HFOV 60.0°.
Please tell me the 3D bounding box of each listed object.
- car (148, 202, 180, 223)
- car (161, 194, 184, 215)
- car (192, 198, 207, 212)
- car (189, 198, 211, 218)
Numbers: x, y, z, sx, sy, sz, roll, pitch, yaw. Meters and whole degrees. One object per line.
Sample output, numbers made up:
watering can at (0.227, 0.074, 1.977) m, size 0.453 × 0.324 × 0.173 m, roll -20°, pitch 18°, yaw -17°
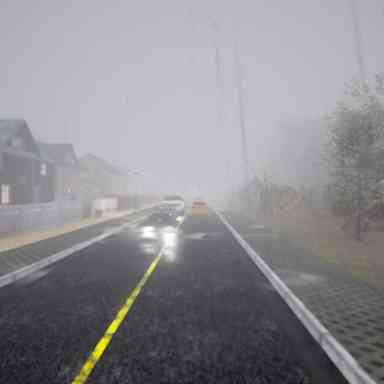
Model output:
car at (-2.203, 1.681, 25.745) m, size 1.895 × 1.301 × 4.718 m, roll 0°, pitch 0°, yaw 1°
car at (-1.987, 1.246, 34.944) m, size 2.150 × 2.045 × 5.566 m, roll 0°, pitch 0°, yaw 1°
car at (0.954, 1.555, 42.102) m, size 1.837 × 1.490 × 4.892 m, roll 0°, pitch 0°, yaw 2°
car at (0.716, 1.517, 30.685) m, size 1.882 × 1.535 × 5.008 m, roll 0°, pitch 0°, yaw 1°
